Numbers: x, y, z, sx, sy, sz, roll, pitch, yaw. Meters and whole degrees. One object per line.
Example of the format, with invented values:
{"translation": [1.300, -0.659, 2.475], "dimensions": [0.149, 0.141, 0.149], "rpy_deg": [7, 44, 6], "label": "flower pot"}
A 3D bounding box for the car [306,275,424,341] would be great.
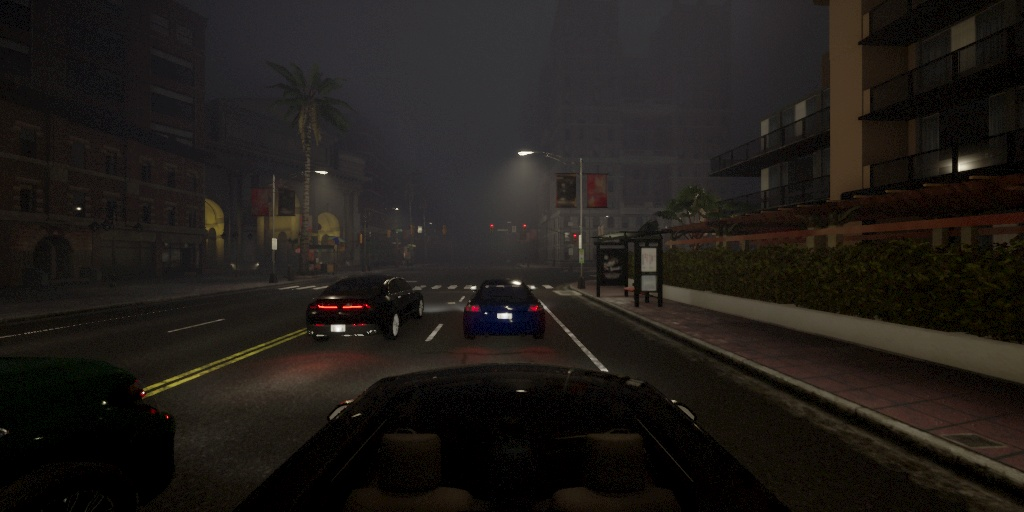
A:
{"translation": [-3.725, 1.255, 9.879], "dimensions": [1.837, 1.490, 4.892], "rpy_deg": [0, 0, -3], "label": "car"}

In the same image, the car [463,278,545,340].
{"translation": [-0.236, 1.314, 10.035], "dimensions": [1.994, 1.385, 4.181], "rpy_deg": [0, 0, -2], "label": "car"}
